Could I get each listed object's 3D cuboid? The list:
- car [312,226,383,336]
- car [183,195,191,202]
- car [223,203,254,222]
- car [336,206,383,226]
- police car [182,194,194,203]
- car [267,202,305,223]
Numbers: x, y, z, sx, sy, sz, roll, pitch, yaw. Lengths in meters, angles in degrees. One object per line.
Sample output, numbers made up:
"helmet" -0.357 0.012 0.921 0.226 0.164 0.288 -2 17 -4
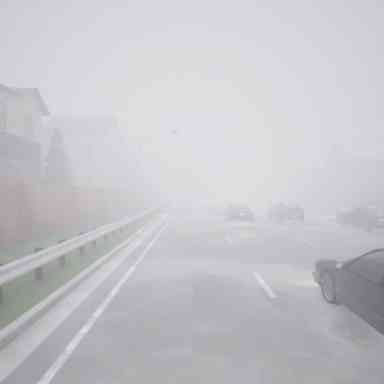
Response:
"car" 3.600 1.548 5.009 2.033 1.411 5.357 0 0 0
"car" -1.043 1.537 77.989 1.812 1.442 4.674 0 0 0
"car" 3.602 1.567 26.143 1.994 1.385 4.181 0 0 0
"car" 10.601 1.550 20.007 2.033 1.411 5.357 0 0 0
"police car" -1.044 1.435 68.099 1.930 1.638 5.238 0 0 0
"car" 7.102 1.495 25.448 2.128 1.511 4.902 0 0 0
